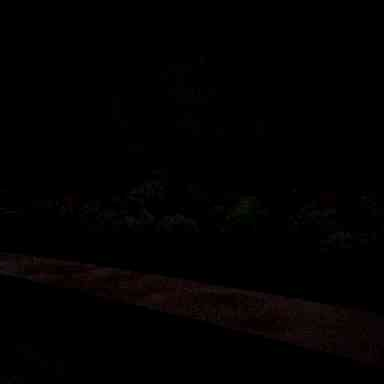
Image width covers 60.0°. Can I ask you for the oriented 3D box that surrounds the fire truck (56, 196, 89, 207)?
[{"bbox_3d":[-18.875,0.465,49.926,2.891,3.827,8.468,-1,0,31],"label":"fire truck"}]
